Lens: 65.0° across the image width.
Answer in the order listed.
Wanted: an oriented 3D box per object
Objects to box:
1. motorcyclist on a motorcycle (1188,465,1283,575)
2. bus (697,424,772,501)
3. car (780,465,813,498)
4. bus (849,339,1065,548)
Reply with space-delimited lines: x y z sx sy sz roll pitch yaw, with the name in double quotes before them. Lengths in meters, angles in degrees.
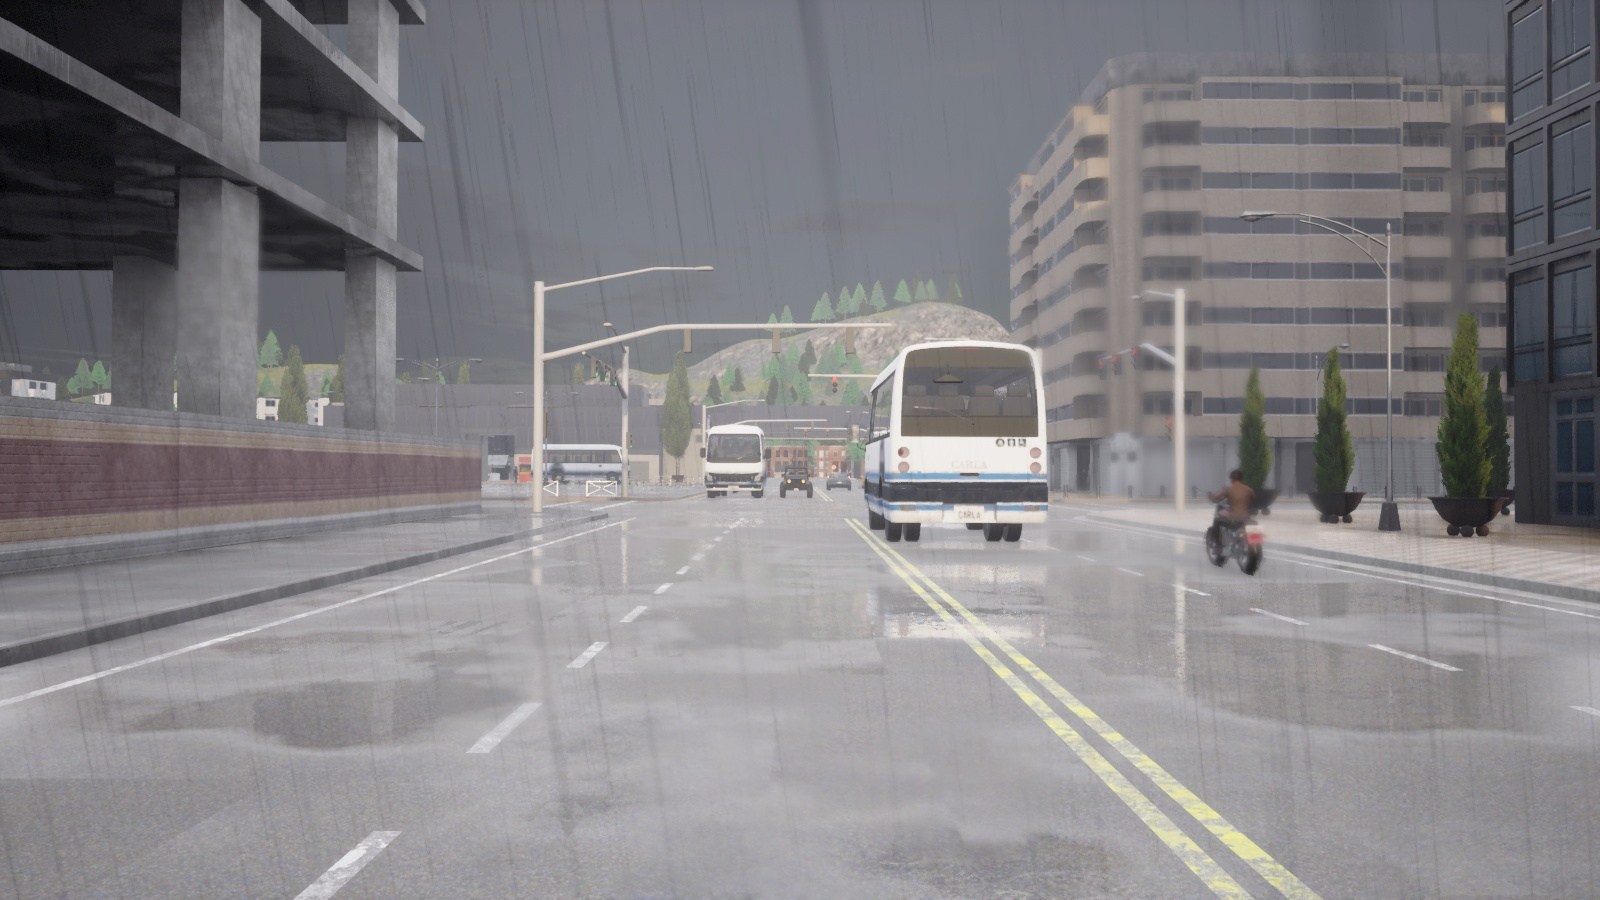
"motorcyclist on a motorcycle" 6.911 1.073 20.041 0.766 1.649 2.350 -1 -1 2
"bus" -3.709 0.698 74.351 3.944 4.253 10.273 0 0 0
"car" -0.204 1.853 74.108 1.905 1.878 3.866 0 -1 0
"bus" 3.410 -0.060 30.770 3.944 4.253 10.273 0 -1 0
